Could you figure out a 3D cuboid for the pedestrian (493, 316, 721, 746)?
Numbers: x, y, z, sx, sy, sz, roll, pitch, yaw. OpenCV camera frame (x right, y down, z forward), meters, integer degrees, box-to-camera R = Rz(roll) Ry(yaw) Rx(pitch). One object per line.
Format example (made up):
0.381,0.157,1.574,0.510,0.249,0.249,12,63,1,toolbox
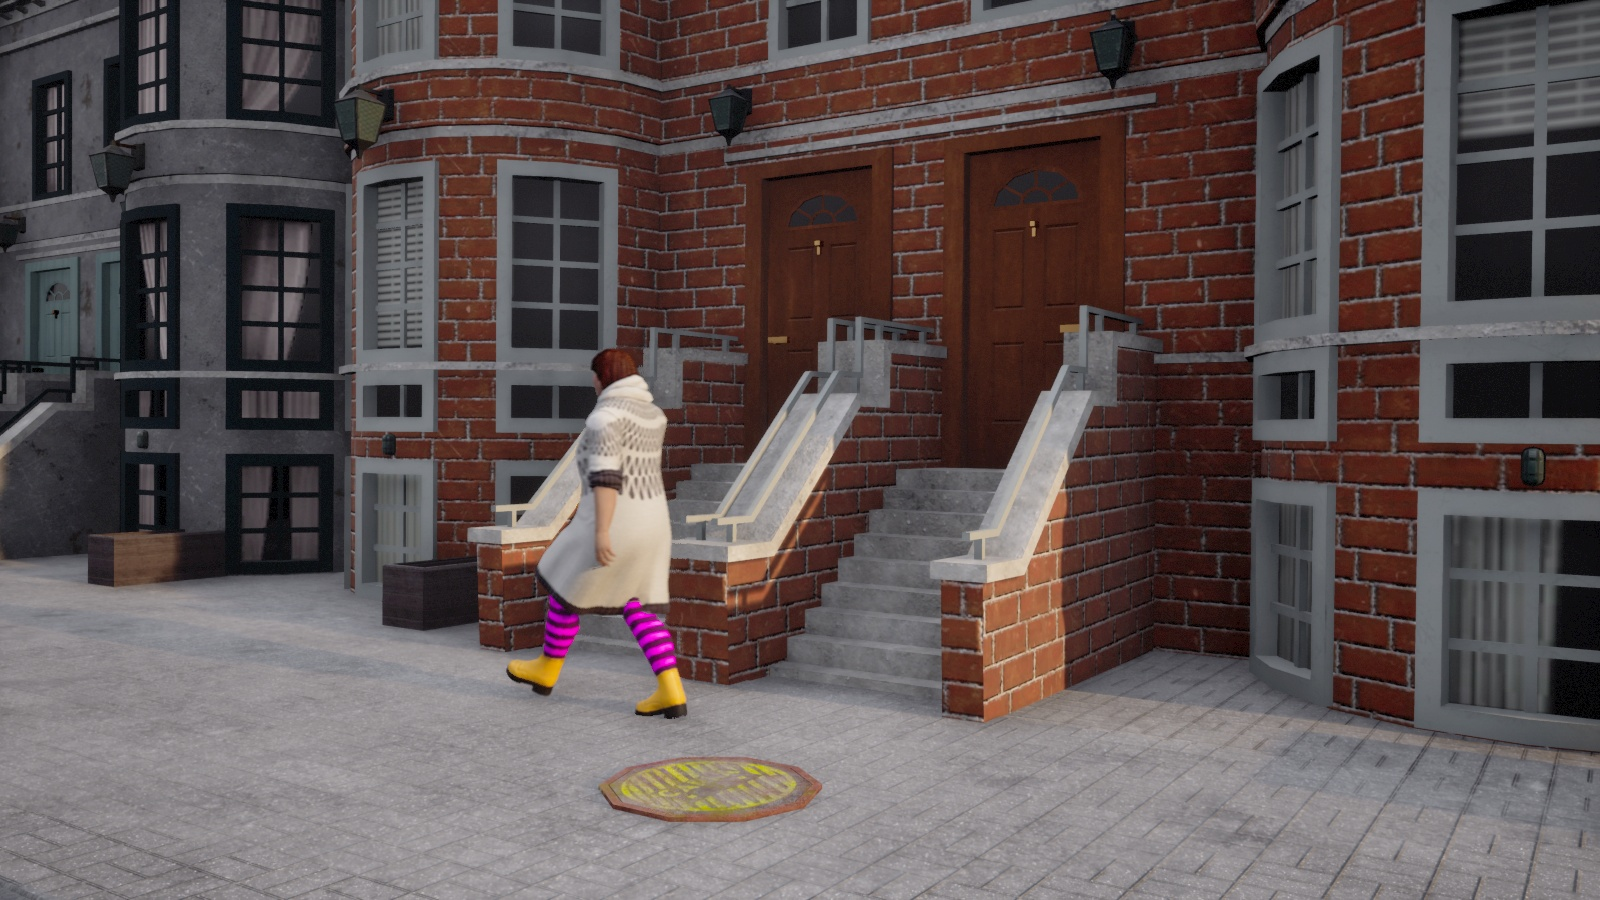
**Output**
-0.944,0.365,6.195,0.873,1.952,0.659,0,1,29,pedestrian
